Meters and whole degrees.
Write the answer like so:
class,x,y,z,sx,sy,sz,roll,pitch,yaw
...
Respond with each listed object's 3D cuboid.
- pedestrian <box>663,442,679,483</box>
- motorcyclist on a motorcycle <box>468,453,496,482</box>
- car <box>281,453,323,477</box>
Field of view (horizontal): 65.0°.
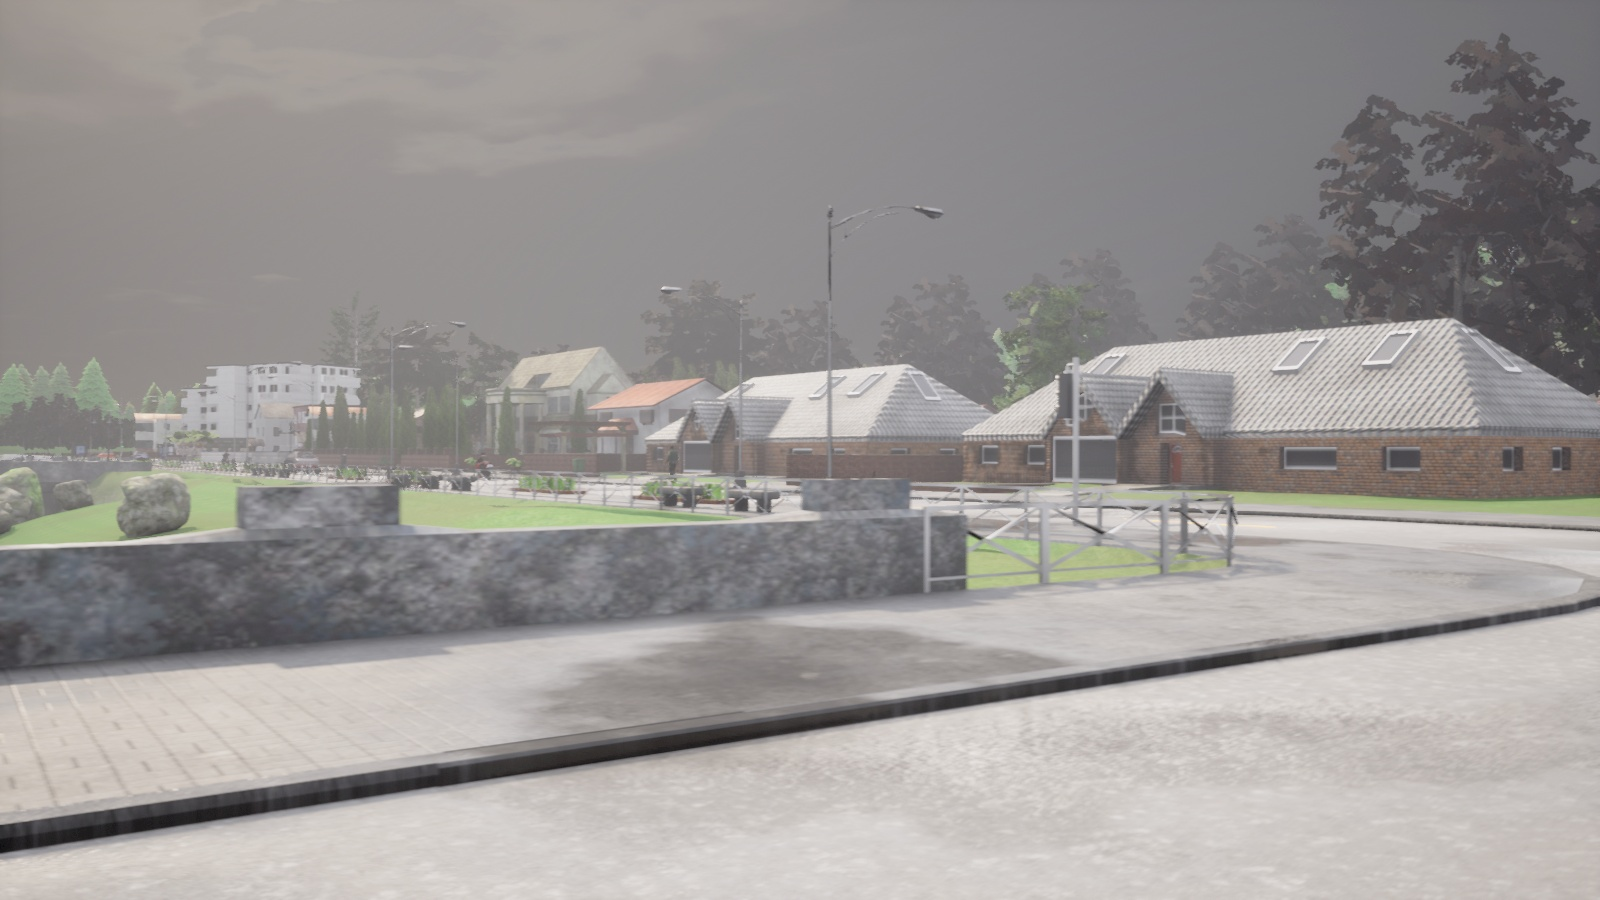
class,x,y,z,sx,sy,sz,roll,pitch,yaw
pedestrian,-6.171,0.615,60.007,0.423,1.949,0.788,0,0,-40
motorcyclist on a motorcycle,-16.977,0.927,66.973,0.797,1.523,2.044,0,0,-35
car,-32.856,0.996,82.783,1.789,1.549,3.705,0,0,-35
